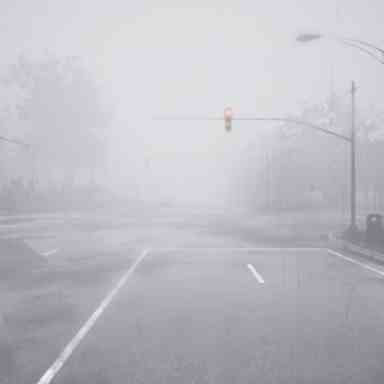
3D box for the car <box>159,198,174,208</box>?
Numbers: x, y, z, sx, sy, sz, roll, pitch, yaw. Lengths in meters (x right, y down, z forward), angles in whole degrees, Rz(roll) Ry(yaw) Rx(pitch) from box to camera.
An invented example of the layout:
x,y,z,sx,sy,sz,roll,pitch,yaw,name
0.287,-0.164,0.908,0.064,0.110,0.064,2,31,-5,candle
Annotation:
x,y,z,sx,sy,sz,roll,pitch,yaw,name
-3.490,1.520,47.225,2.033,1.411,5.357,0,0,0,car
